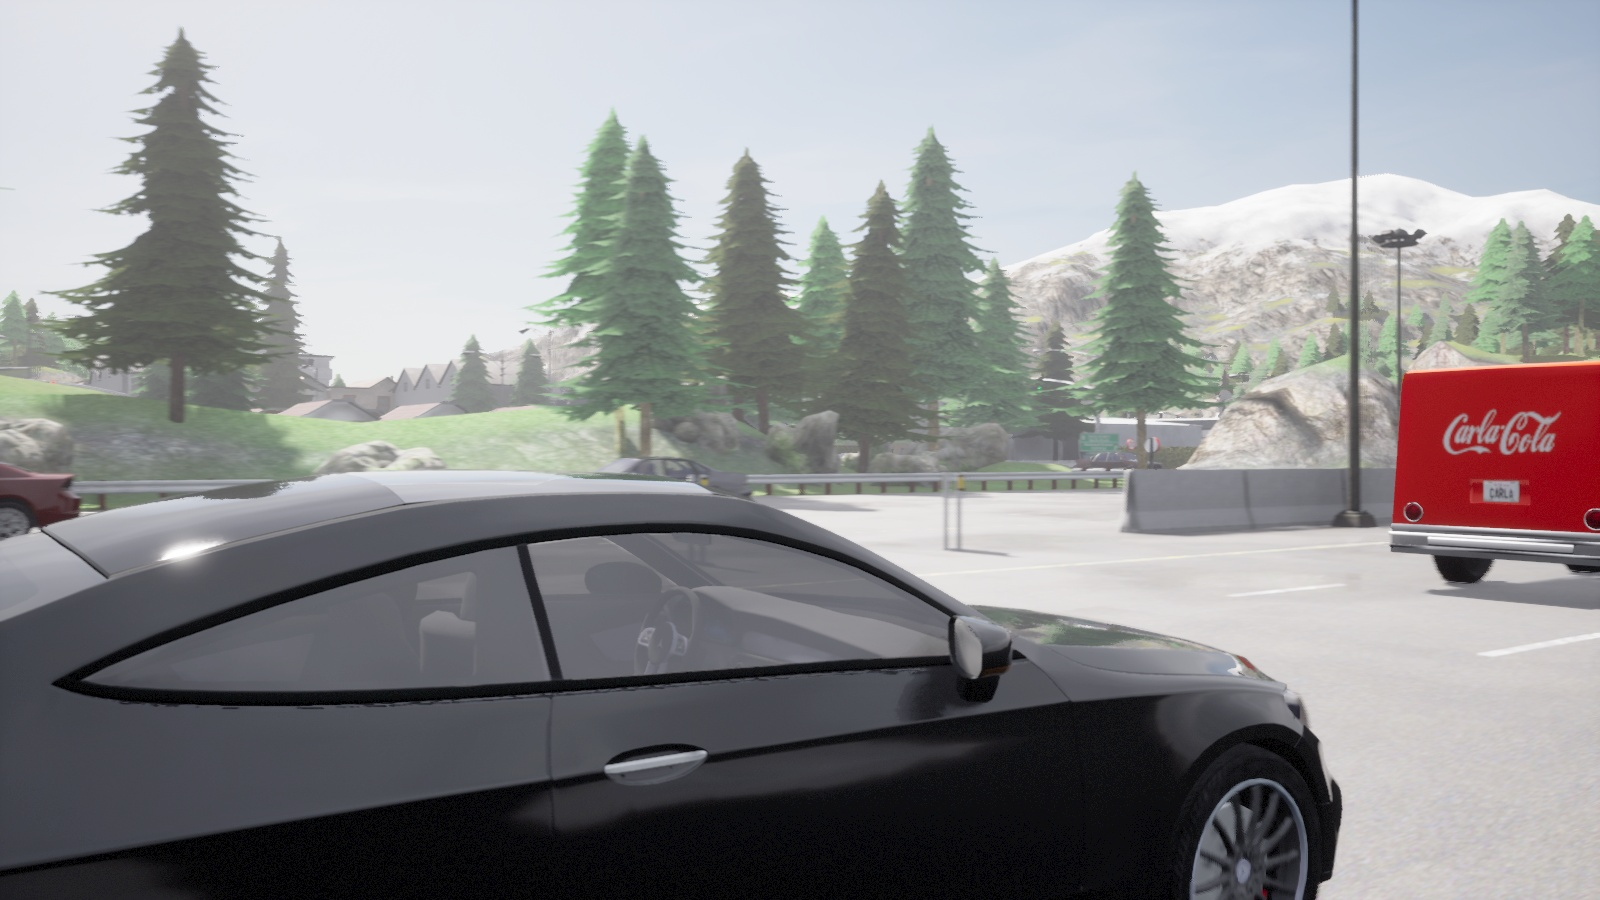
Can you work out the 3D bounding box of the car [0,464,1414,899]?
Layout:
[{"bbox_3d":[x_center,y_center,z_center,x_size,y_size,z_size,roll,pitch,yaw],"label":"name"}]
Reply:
[{"bbox_3d":[-0.548,0.780,3.277,4.674,1.442,1.812,0,0,-35],"label":"car"}]

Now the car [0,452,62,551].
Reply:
[{"bbox_3d":[-14.314,0.800,19.282,5.008,1.535,1.882,0,0,-35],"label":"car"}]

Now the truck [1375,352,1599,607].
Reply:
[{"bbox_3d":[9.300,0.278,14.396,5.204,2.467,2.627,0,0,-35],"label":"truck"}]

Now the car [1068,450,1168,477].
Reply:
[{"bbox_3d":[17.524,0.733,69.455,2.033,1.411,5.357,0,0,-35],"label":"car"}]

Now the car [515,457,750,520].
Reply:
[{"bbox_3d":[-4.031,0.877,30.701,5.357,1.411,2.033,0,0,-34],"label":"car"}]
